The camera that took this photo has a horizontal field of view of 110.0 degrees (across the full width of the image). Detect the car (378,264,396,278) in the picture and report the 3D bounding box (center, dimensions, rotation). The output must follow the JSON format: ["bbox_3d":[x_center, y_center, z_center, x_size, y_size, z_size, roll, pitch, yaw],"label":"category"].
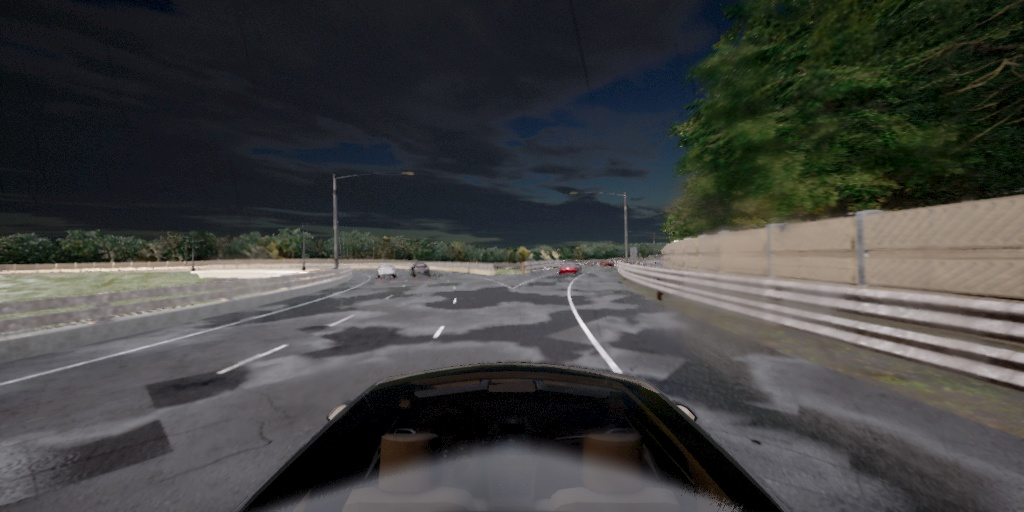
[{"bbox_3d":[-14.382,1.678,41.119,1.812,1.442,4.674,-1,0,-21],"label":"car"}]

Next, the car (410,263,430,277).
[{"bbox_3d":[-10.552,1.553,40.914,2.128,1.511,4.902,-1,0,-21],"label":"car"}]

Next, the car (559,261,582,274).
[{"bbox_3d":[6.369,1.224,38.933,1.994,1.385,4.181,-1,0,18],"label":"car"}]
